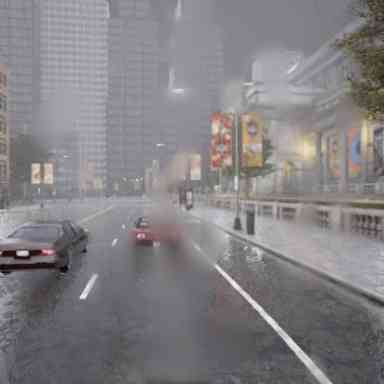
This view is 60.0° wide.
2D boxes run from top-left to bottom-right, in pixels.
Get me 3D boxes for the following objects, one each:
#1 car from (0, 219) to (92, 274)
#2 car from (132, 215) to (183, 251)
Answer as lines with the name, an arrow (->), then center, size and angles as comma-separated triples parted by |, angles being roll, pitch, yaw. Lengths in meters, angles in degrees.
car -> -4.606, 1.598, 10.858 | 2.033, 1.411, 5.357 | 0, 0, -8
car -> -1.572, 1.643, 14.383 | 1.895, 1.301, 4.718 | 0, 0, -8
